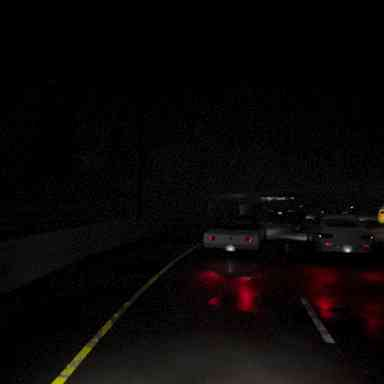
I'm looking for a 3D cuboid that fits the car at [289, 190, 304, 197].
[{"bbox_3d":[23.923,0.363,74.299,1.882,1.535,5.008,0,2,35],"label":"car"}]

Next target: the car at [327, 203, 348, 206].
[{"bbox_3d":[10.303,1.468,23.515,1.994,1.385,4.181,0,0,32],"label":"car"}]

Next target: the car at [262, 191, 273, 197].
[{"bbox_3d":[18.156,0.419,78.267,1.812,1.442,4.674,0,2,35],"label":"car"}]

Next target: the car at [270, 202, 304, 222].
[{"bbox_3d":[7.328,1.474,25.360,1.994,1.385,4.181,0,0,32],"label":"car"}]

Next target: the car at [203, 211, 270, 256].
[{"bbox_3d":[1.876,1.559,13.045,1.895,1.301,4.718,0,0,16],"label":"car"}]

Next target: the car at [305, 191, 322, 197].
[{"bbox_3d":[26.792,0.476,72.295,1.895,1.301,4.718,0,2,35],"label":"car"}]

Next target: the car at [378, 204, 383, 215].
[{"bbox_3d":[13.276,1.371,21.668,1.882,1.535,5.008,0,0,32],"label":"car"}]

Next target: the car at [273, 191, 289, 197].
[{"bbox_3d":[21.024,0.486,76.261,1.895,1.301,4.718,0,2,35],"label":"car"}]

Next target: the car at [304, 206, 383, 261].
[{"bbox_3d":[5.233,1.471,12.057,1.812,1.442,4.674,0,0,16],"label":"car"}]
